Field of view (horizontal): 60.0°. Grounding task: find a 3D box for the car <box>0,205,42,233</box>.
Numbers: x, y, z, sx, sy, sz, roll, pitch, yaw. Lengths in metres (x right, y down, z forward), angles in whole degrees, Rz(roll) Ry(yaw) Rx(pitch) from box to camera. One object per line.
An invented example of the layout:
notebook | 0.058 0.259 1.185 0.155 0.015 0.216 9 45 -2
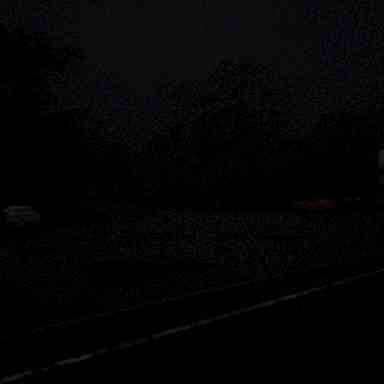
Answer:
car | -10.028 1.481 19.375 2.002 1.452 4.674 0 0 -35

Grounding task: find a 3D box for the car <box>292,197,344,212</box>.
car | 13.183 1.329 35.887 2.097 1.535 5.008 0 0 -35

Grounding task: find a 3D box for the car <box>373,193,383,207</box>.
car | 24.540 1.223 43.942 2.185 1.767 4.553 0 0 -35

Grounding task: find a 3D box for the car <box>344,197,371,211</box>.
car | 17.713 1.326 39.124 2.097 1.535 5.008 0 0 -35

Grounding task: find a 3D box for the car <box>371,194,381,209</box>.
car | 19.985 1.371 40.738 2.002 1.452 4.674 0 0 -35
